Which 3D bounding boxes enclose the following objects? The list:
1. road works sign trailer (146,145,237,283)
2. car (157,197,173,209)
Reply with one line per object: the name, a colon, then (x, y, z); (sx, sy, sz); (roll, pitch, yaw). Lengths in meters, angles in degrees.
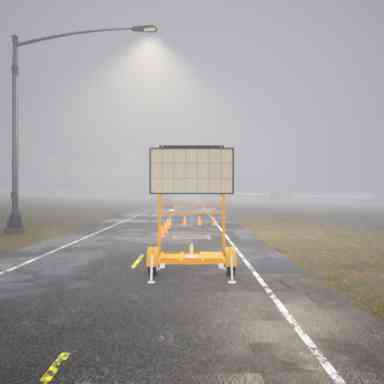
road works sign trailer: (-0.007, 0.464, 9.602); (2.380, 3.560, 2.880); (0, 0, 0)
car: (-3.529, 1.477, 44.571); (1.882, 1.535, 5.008); (0, 0, 0)
